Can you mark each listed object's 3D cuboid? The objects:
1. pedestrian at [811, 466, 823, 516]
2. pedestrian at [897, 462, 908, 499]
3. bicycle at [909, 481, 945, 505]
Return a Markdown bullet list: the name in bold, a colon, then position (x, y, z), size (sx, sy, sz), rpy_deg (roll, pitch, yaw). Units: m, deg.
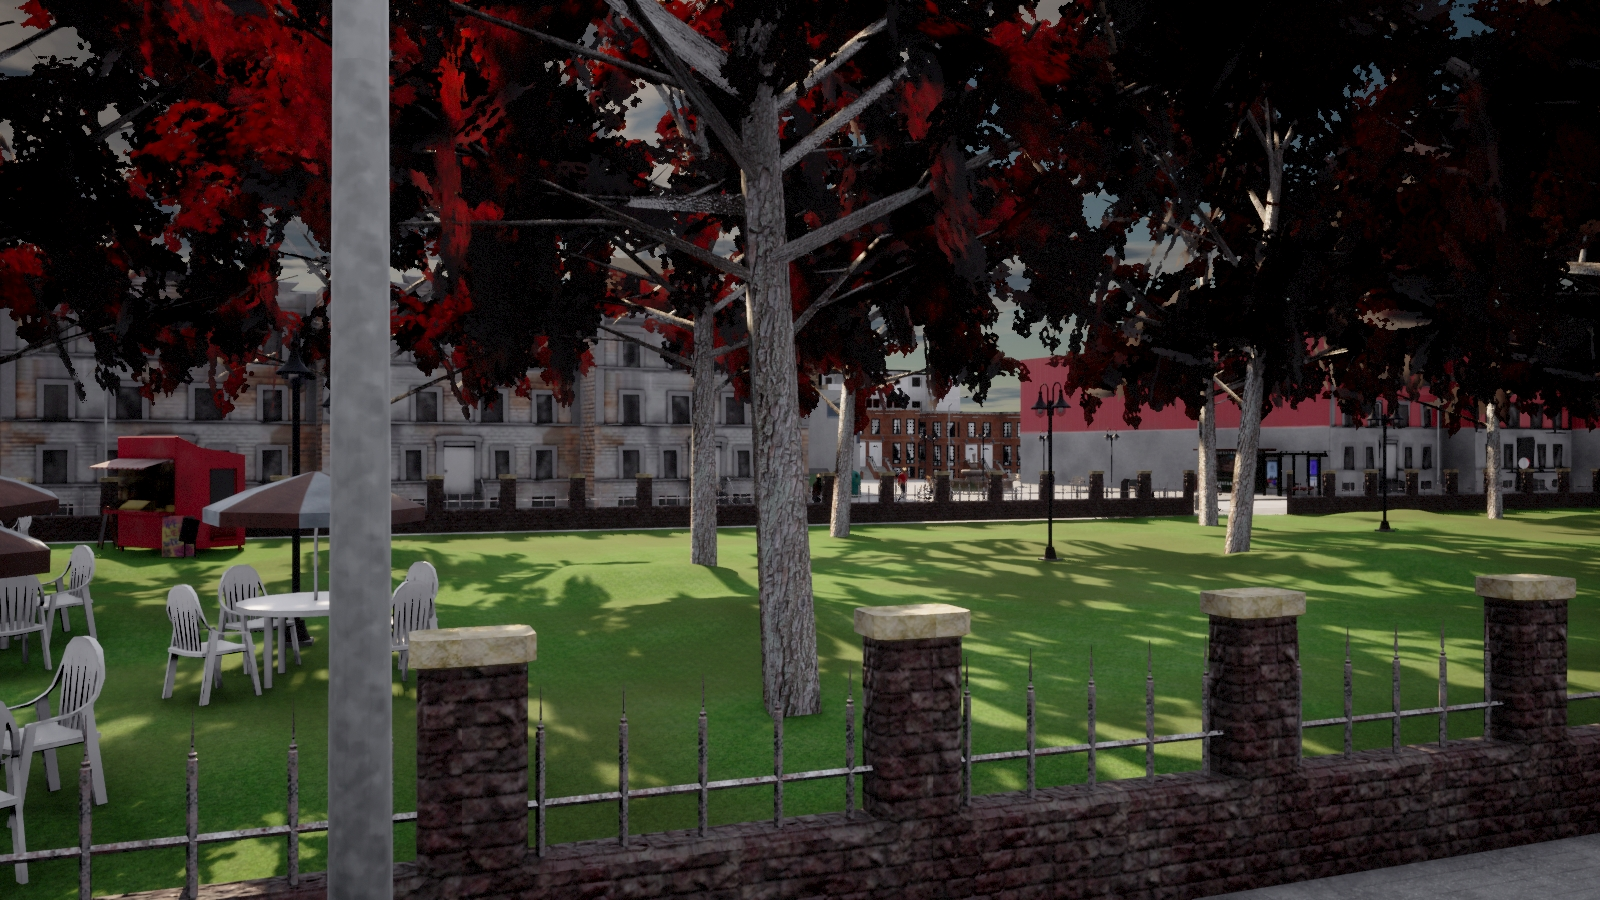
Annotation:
- **pedestrian**: position (0.635, 1.531, 42.946), size (0.375, 1.860, 0.375), rpy_deg (0, 0, -16)
- **pedestrian**: position (5.206, 1.535, 57.989), size (0.375, 1.860, 0.375), rpy_deg (0, 0, 41)
- **bicycle**: position (6.033, 2.046, 54.226), size (1.487, 1.080, 0.859), rpy_deg (0, 0, -20)
